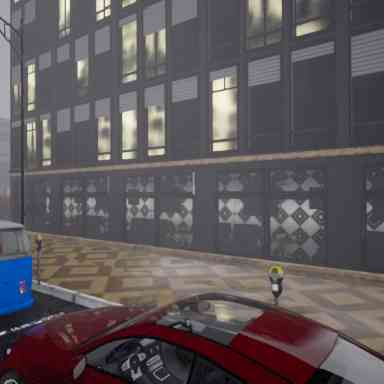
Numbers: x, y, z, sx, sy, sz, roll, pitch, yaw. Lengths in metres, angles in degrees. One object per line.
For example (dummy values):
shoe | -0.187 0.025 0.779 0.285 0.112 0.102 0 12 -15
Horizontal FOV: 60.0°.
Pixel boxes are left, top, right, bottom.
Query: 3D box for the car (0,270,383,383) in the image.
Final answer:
car | 0.016 1.582 2.825 4.206 1.307 1.802 0 0 35

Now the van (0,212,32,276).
van | -4.617 1.342 6.126 3.998 1.788 1.690 0 0 35

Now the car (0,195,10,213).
car | -14.518 1.356 28.235 2.192 1.841 5.009 -1 -1 35
